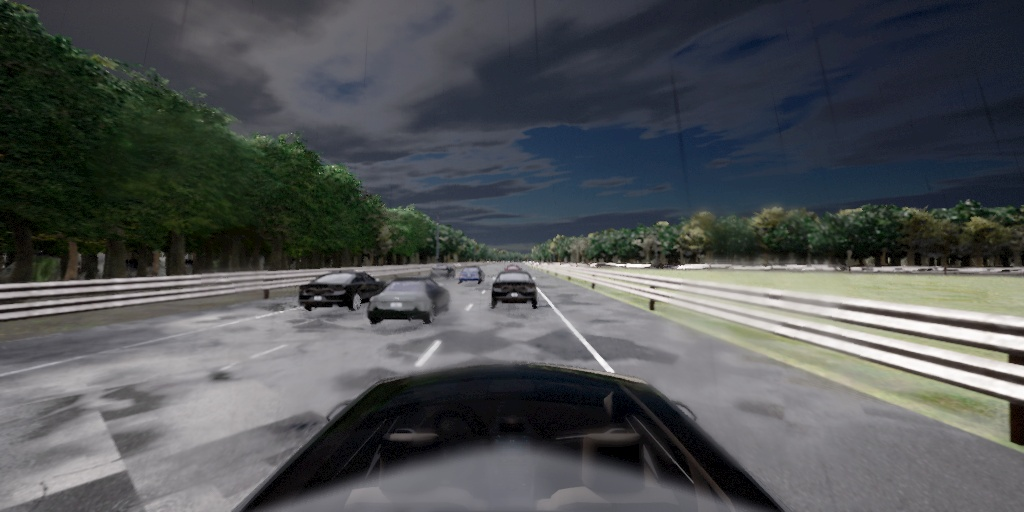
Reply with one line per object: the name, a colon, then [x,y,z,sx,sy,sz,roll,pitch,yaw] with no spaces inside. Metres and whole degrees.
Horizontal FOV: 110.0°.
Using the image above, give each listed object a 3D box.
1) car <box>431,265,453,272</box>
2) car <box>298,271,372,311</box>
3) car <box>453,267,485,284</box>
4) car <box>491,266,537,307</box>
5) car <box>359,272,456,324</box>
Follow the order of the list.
car: [-6.905,1.630,36.304,2.128,1.511,4.902,0,-1,0]
car: [-6.902,1.368,15.234,1.882,1.535,5.008,0,0,0]
car: [-3.406,1.623,30.897,2.033,1.411,5.357,0,-1,0]
car: [0.096,1.388,16.414,1.882,1.535,5.008,0,-1,0]
car: [-3.406,1.432,12.570,1.994,1.385,4.181,0,-1,0]
